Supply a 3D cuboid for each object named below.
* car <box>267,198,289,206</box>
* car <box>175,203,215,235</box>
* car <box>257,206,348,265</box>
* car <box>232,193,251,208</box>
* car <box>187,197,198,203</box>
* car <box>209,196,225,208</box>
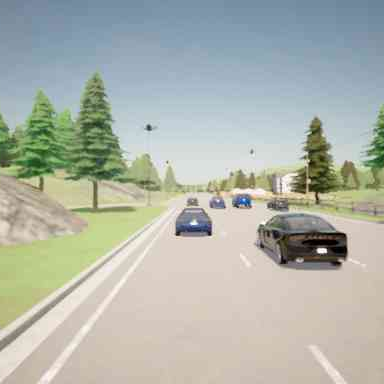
[{"bbox_3d":[10.596,1.485,41.192,2.128,1.511,4.902,0,0,0],"label":"car"},{"bbox_3d":[0.096,1.564,18.870,1.994,1.385,4.181,0,0,0],"label":"car"},{"bbox_3d":[3.598,1.475,11.686,1.882,1.535,5.008,0,0,0],"label":"car"},{"bbox_3d":[7.092,1.217,47.761,2.150,2.045,5.566,0,0,0],"label":"car"},{"bbox_3d":[0.093,1.493,55.752,2.128,1.511,4.902,0,0,0],"label":"car"},{"bbox_3d":[3.592,1.350,48.051,2.097,1.767,4.553,0,0,0],"label":"car"}]
